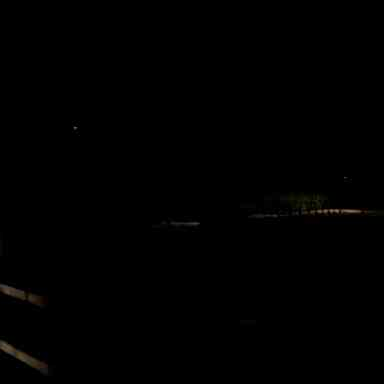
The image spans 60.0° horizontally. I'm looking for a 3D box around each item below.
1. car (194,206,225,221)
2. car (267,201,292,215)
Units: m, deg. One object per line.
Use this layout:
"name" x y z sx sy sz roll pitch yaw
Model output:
"car" 2.034 2.174 34.481 1.994 1.385 4.181 1 -1 35
"car" 13.356 2.402 50.377 2.150 2.045 5.566 1 -1 35
